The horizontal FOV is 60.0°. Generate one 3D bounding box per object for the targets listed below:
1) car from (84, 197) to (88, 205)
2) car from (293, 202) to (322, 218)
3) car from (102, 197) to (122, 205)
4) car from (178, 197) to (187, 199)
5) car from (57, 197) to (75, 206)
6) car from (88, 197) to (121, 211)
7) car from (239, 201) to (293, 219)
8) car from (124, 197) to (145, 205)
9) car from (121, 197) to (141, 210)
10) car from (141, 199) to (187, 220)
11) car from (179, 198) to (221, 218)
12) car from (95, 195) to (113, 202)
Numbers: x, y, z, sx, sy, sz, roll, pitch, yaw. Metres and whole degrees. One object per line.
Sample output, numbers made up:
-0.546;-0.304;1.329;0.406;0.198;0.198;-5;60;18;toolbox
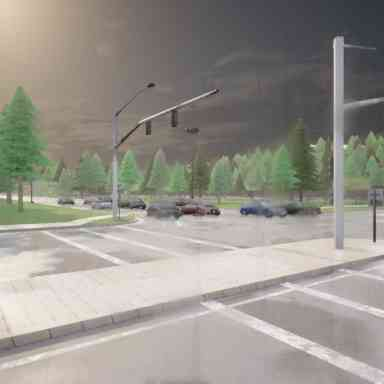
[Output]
-16.832;1.526;55.958;1.812;1.442;4.674;0;0;-35;car
9.458;1.601;30.634;1.895;1.301;4.718;0;0;-35;car
-14.038;1.601;58.069;1.895;1.301;4.718;0;0;-35;car
-0.915;1.501;45.423;1.837;1.490;4.892;0;1;-35;car
-21.376;1.548;56.357;2.033;1.411;5.357;0;0;-35;car
-10.965;1.601;41.465;1.895;1.301;4.718;0;0;-35;car
6.146;1.526;29.261;1.812;1.442;4.674;0;0;-35;car
-10.112;1.564;58.569;1.994;1.385;4.181;0;0;-35;car
-7.780;1.547;43.018;2.033;1.411;5.357;0;0;-35;car
-2.508;1.548;28.233;2.033;1.411;5.357;0;0;-22;car
0.790;1.564;30.802;1.994;1.385;4.181;0;0;-35;car
-18.967;1.391;71.332;2.033;1.411;5.357;0;0;-35;car
